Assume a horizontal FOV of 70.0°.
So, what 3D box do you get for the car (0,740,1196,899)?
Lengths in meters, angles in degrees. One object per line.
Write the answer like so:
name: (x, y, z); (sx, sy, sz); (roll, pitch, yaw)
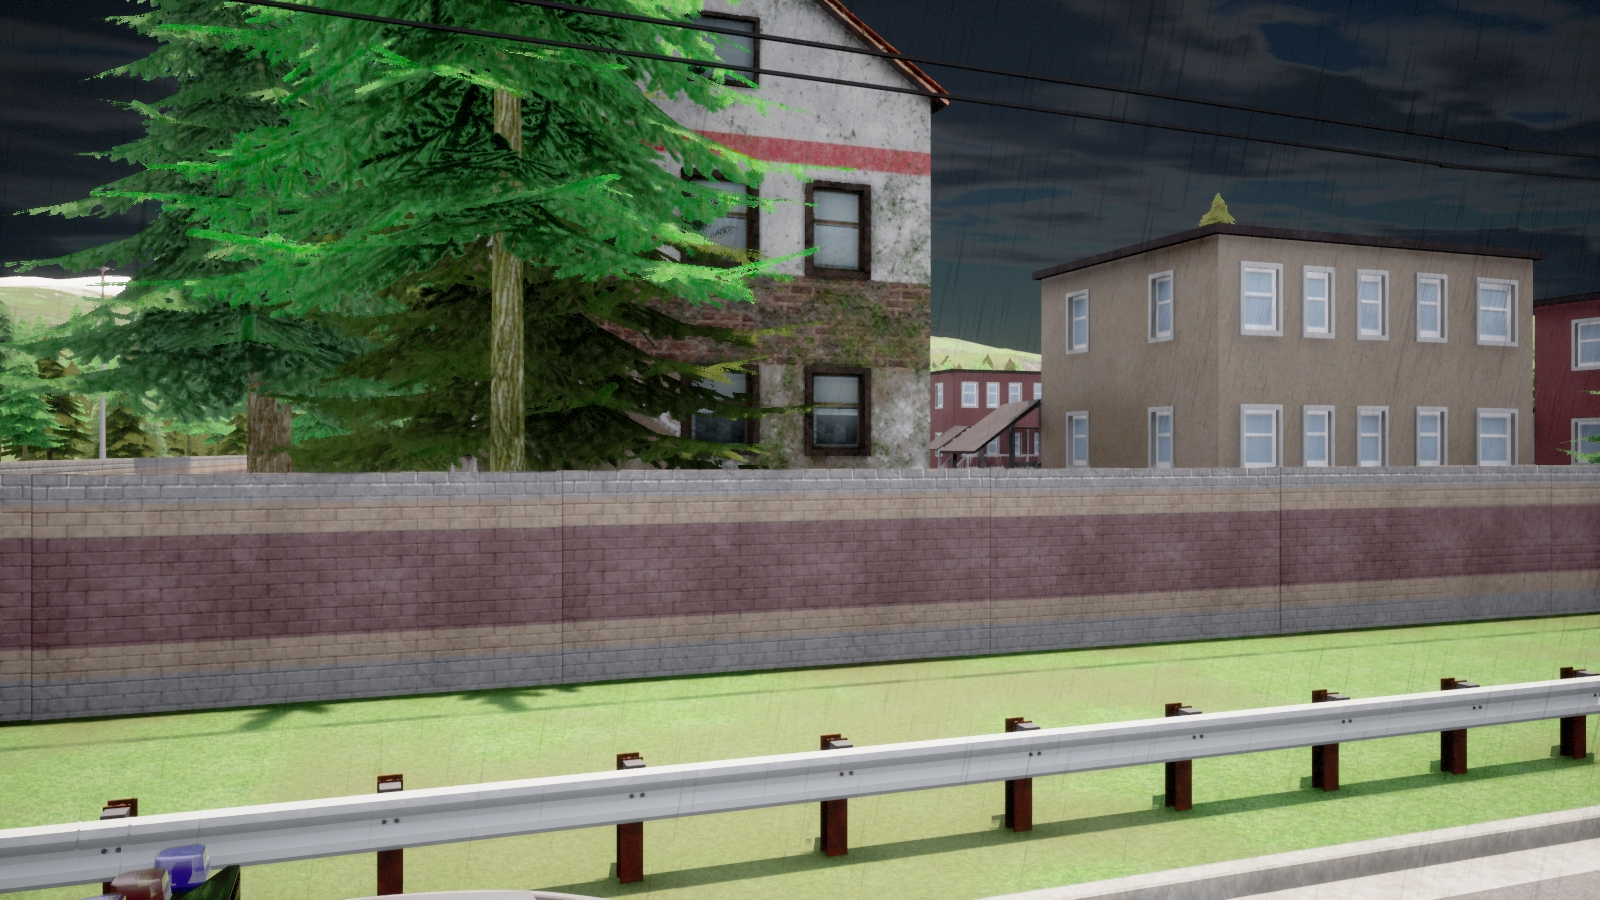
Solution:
car: (-1.671, 1.982, 2.695); (5.238, 1.638, 2.097); (0, 0, -20)
